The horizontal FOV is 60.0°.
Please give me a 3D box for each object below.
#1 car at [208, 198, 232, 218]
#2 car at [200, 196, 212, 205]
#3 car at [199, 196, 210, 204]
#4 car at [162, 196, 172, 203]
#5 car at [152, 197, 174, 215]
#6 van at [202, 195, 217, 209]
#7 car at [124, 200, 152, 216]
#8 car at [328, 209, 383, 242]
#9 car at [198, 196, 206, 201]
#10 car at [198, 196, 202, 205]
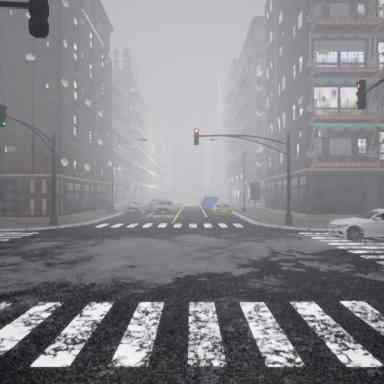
[{"bbox_3d":[2.663,1.537,30.201,1.752,1.417,4.829,1,0,0],"label":"car"},{"bbox_3d":[2.493,1.485,61.000,1.967,1.590,4.097,1,0,0],"label":"car"},{"bbox_3d":[2.485,1.604,66.656,2.008,1.369,4.403,1,0,0],"label":"car"},{"bbox_3d":[-5.403,1.612,72.250,2.008,1.369,4.403,1,0,0],"label":"car"},{"bbox_3d":[-2.797,1.563,34.602,2.033,1.411,5.357,0,0,0],"label":"car"},{"bbox_3d":[2.550,1.366,44.034,1.690,1.788,3.998,1,0,0],"label":"van"},{"bbox_3d":[-5.479,1.565,32.645,2.008,1.369,4.403,1,0,0],"label":"car"},{"bbox_3d":[8.916,1.529,15.656,4.674,1.442,1.812,0,-1,5],"label":"car"},{"bbox_3d":[2.462,1.627,83.624,1.887,1.381,4.507,1,0,0],"label":"car"},{"bbox_3d":[2.510,1.347,49.688,2.192,1.841,5.009,1,0,0],"label":"car"}]
